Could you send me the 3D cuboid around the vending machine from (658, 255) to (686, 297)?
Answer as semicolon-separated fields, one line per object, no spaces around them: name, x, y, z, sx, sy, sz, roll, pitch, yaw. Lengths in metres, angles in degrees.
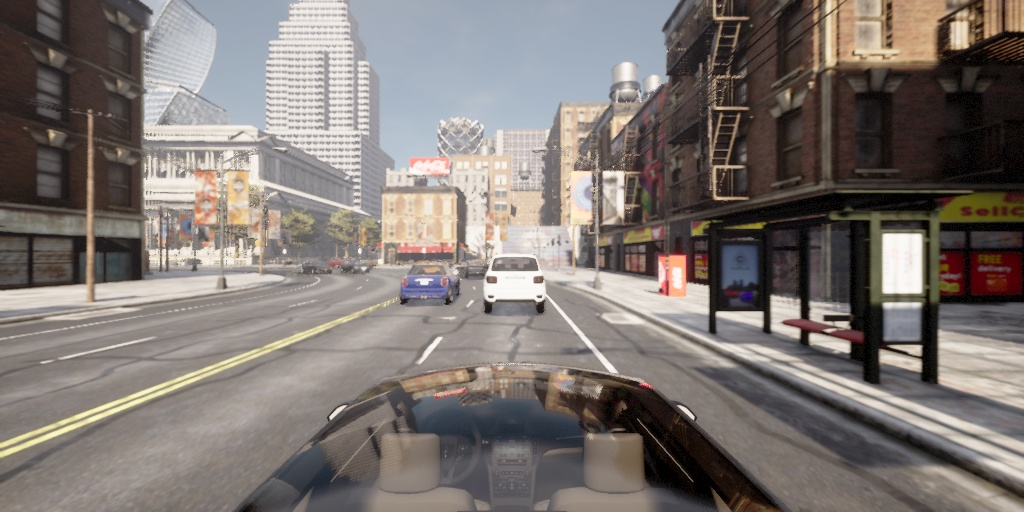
vending machine;7.373;0.934;16.564;1.100;2.100;0.880;0;0;-1

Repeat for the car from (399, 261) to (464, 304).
car;-3.599;1.091;16.397;2.097;1.767;4.553;0;0;-3

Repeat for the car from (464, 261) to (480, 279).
car;-3.808;1.218;32.314;2.128;1.511;4.902;0;0;-23

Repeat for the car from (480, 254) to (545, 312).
car;0.017;0.958;14.378;2.150;2.045;5.566;0;0;-2

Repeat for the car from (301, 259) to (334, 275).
car;-20.876;1.228;38.272;4.892;1.490;1.837;0;-1;41

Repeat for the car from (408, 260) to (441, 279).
car;-8.348;1.204;33.695;1.882;1.535;5.008;0;0;-27

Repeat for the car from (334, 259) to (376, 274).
car;-17.447;1.214;39.771;4.902;1.511;2.128;0;0;44
